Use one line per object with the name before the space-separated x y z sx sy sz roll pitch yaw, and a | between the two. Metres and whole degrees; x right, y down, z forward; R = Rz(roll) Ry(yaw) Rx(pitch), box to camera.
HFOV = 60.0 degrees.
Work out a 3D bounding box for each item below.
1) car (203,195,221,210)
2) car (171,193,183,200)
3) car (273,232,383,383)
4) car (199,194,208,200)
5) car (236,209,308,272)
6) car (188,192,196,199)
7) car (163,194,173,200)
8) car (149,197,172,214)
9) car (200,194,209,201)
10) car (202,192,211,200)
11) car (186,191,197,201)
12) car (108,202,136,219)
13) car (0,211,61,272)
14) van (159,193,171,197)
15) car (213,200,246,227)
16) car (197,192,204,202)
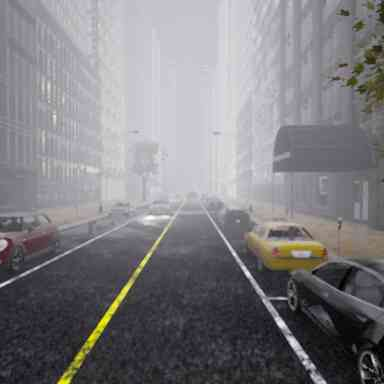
car | 2.694 1.378 38.805 1.947 1.339 4.313 0 0 0
car | -2.984 0.996 74.238 1.837 1.490 4.892 0 0 0
car | 2.687 1.544 4.618 1.947 1.339 4.313 0 0 0
car | 2.703 1.141 78.692 1.887 1.381 4.507 0 0 0
car | 2.688 1.475 10.486 1.752 1.417 4.829 0 0 0
car | 0.019 0.839 83.131 2.097 1.767 4.553 0 0 0
car | -5.677 1.147 78.696 2.008 1.369 4.403 0 0 0
car | -3.089 1.443 32.738 1.895 1.301 4.718 0 0 0
car | 2.702 1.153 73.163 1.752 1.417 4.829 0 0 0
car | 3.012 1.211 53.996 1.882 1.535 5.008 0 0 0
car | 0.017 0.744 68.620 2.150 2.045 5.566 0 0 0
car | -5.688 1.450 27.417 1.802 1.307 4.206 0 0 0
car | -5.693 1.391 10.323 1.967 1.590 4.097 0 0 0
van | -5.681 1.001 67.302 1.690 1.788 3.998 0 0 0
car | 2.691 1.447 21.711 2.008 1.369 4.403 0 0 0
car | 2.700 0.975 67.295 2.192 1.841 5.009 0 0 0
